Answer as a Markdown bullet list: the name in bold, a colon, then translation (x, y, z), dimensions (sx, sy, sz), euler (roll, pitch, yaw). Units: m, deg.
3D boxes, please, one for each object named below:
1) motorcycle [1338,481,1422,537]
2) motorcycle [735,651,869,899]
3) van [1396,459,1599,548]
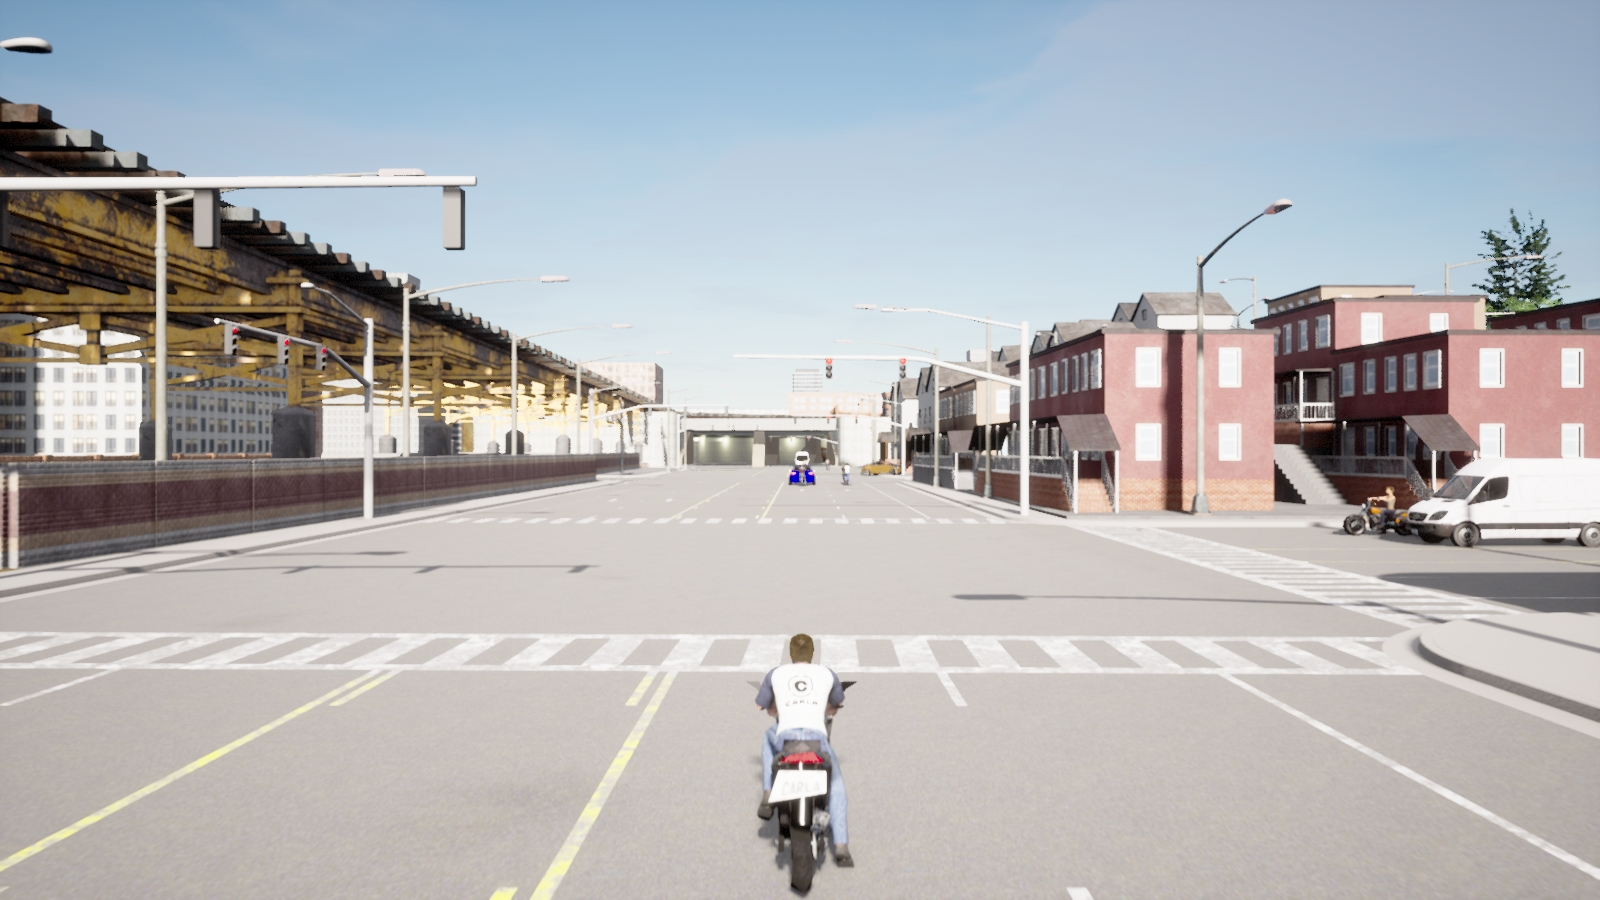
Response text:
- **motorcycle**: translation (18.953, 1.916, 37.356), dimensions (2.356, 1.802, 0.764), euler (0, 0, 0)
- **motorcycle**: translation (0.012, 2.176, 7.886), dimensions (0.803, 1.224, 2.033), euler (0, 0, 0)
- **van**: translation (21.137, 1.543, 33.850), dimensions (5.915, 2.561, 1.988), euler (0, 0, 0)
